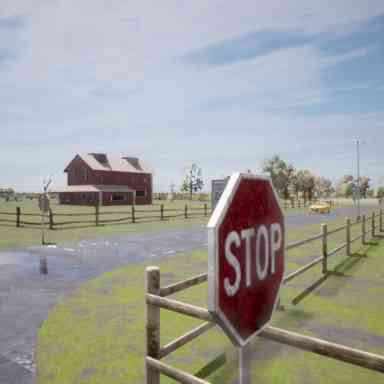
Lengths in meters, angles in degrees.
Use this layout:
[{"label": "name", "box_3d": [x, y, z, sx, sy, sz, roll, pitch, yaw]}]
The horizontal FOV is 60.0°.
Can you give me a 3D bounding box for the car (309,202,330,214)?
[{"label": "car", "box_3d": [18.069, 2.215, 46.992, 1.882, 1.535, 5.008, -1, -1, 35]}]
